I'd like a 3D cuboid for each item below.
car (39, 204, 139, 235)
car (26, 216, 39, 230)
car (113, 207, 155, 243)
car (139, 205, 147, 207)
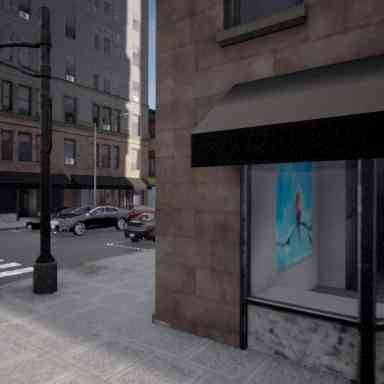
[{"bbox_3d":[-5.668,1.502,18.951,2.128,1.511,4.902,0,0,35],"label":"car"},{"bbox_3d":[-7.797,1.569,20.336,1.947,1.339,4.313,0,0,35],"label":"car"},{"bbox_3d":[-1.255,1.576,15.687,2.008,1.369,4.403,0,0,35],"label":"car"},{"bbox_3d":[-4.506,1.589,24.968,1.802,1.307,4.206,0,0,35],"label":"car"}]
